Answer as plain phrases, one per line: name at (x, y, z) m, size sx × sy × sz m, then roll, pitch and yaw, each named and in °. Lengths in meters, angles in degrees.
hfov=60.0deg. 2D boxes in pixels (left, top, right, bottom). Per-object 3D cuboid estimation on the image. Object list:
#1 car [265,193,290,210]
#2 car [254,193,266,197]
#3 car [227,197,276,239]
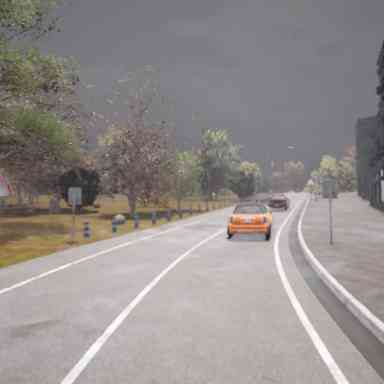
car at (9.484, 1.078, 36.071) m, size 1.882 × 1.535 × 5.008 m, roll -1°, pitch 1°, yaw 20°
car at (10.115, 0.910, 47.626) m, size 1.837 × 1.490 × 4.892 m, roll -1°, pitch 0°, yaw 21°
car at (3.196, 1.366, 17.710) m, size 2.097 × 1.767 × 4.553 m, roll -1°, pitch 0°, yaw 15°
